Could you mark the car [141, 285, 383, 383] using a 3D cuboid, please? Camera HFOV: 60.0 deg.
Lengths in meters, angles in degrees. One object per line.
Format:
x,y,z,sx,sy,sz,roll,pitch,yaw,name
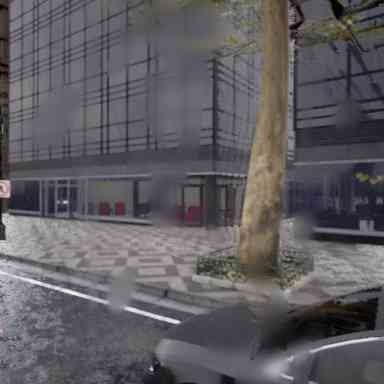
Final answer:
1.800,1.505,2.430,4.892,1.490,1.837,0,0,34,car
